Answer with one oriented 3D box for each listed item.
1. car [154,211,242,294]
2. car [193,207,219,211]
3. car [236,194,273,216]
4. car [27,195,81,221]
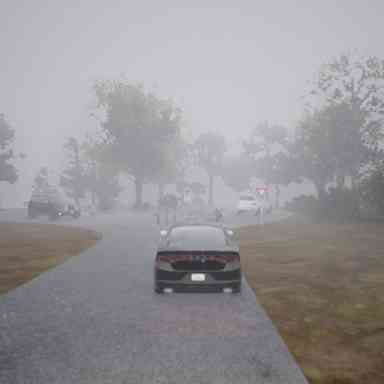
[{"bbox_3d":[0.134,1.489,8.871,1.882,1.535,5.008,0,0,0],"label":"car"},{"bbox_3d":[0.822,1.571,18.959,2.033,1.411,5.357,0,0,9],"label":"car"},{"bbox_3d":[6.458,1.264,33.949,2.150,2.045,5.566,1,0,32],"label":"car"},{"bbox_3d":[-11.687,1.256,28.015,5.566,2.045,2.150,0,0,37],"label":"car"}]
